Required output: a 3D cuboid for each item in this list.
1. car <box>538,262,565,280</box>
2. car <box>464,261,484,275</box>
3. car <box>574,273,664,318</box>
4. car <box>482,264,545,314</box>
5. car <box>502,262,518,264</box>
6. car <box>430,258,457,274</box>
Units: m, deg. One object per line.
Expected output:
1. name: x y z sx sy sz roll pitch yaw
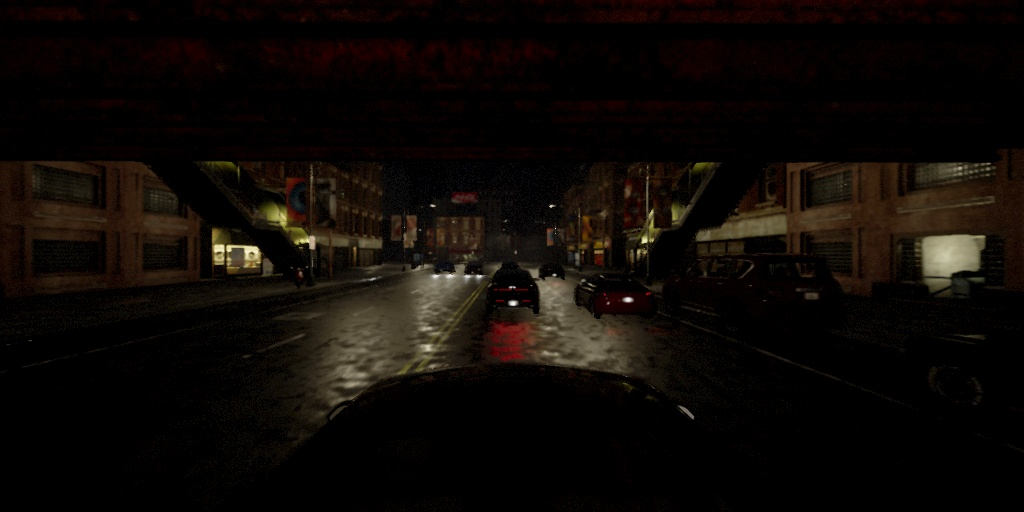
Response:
1. car: 3.306 1.236 30.624 1.837 1.490 4.892 0 0 -1
2. car: -3.995 1.270 38.709 2.033 1.411 5.357 0 0 -1
3. car: 3.522 1.307 12.945 1.994 1.385 4.181 0 0 -1
4. car: 0.012 1.246 13.815 1.837 1.490 4.892 0 0 -1
5. car: -0.195 1.235 30.635 1.837 1.490 4.892 0 0 -1
6. car: -7.508 1.246 40.273 1.812 1.442 4.674 0 0 -1
